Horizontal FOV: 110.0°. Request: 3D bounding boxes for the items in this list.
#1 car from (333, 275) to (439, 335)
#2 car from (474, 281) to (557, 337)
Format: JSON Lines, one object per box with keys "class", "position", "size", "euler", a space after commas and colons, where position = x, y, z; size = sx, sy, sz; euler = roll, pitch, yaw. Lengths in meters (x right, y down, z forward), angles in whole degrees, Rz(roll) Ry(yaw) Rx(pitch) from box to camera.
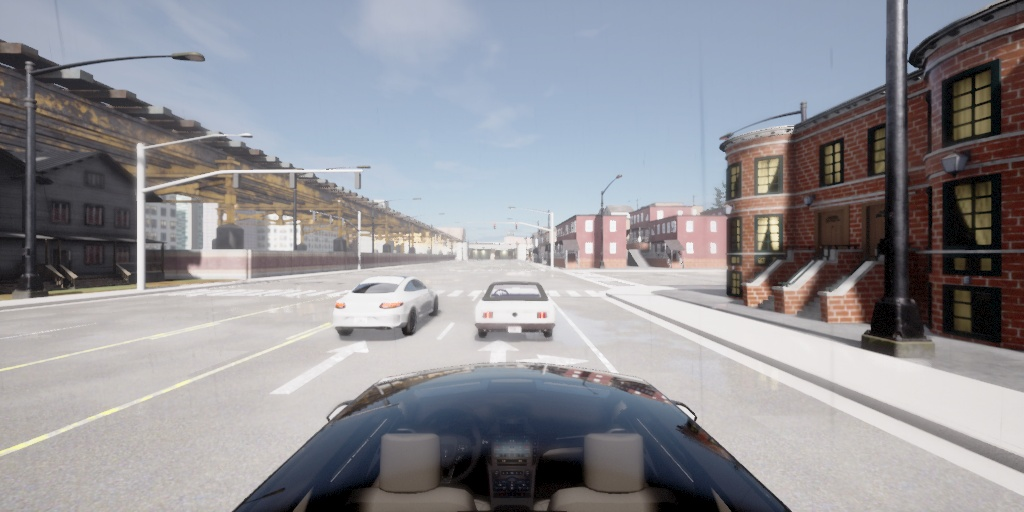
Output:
{"class": "car", "position": [-3.396, 1.275, 10.331], "size": [1.812, 1.442, 4.674], "euler": [0, 0, 0]}
{"class": "car", "position": [0.106, 1.350, 10.223], "size": [1.895, 1.301, 4.718], "euler": [0, 0, 1]}
